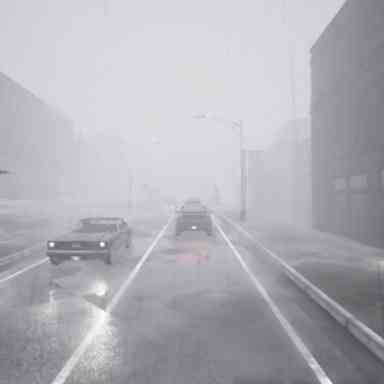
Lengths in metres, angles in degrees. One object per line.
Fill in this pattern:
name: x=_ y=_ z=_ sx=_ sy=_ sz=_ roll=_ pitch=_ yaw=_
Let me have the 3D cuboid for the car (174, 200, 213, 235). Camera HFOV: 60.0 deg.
car: x=0.097 y=1.441 z=18.469 sx=1.837 sy=1.490 sz=4.892 roll=0 pitch=0 yaw=0

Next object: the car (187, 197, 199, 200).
car: x=0.086 y=1.372 z=36.537 sx=1.837 sy=1.490 sz=4.892 roll=0 pitch=0 yaw=0

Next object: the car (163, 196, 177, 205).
car: x=-3.531 y=1.327 z=53.937 sx=2.128 sy=1.511 sz=4.902 roll=0 pitch=0 yaw=0

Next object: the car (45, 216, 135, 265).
car: x=-3.308 y=1.572 z=11.666 sx=1.895 sy=1.301 sz=4.718 roll=0 pitch=0 yaw=0
